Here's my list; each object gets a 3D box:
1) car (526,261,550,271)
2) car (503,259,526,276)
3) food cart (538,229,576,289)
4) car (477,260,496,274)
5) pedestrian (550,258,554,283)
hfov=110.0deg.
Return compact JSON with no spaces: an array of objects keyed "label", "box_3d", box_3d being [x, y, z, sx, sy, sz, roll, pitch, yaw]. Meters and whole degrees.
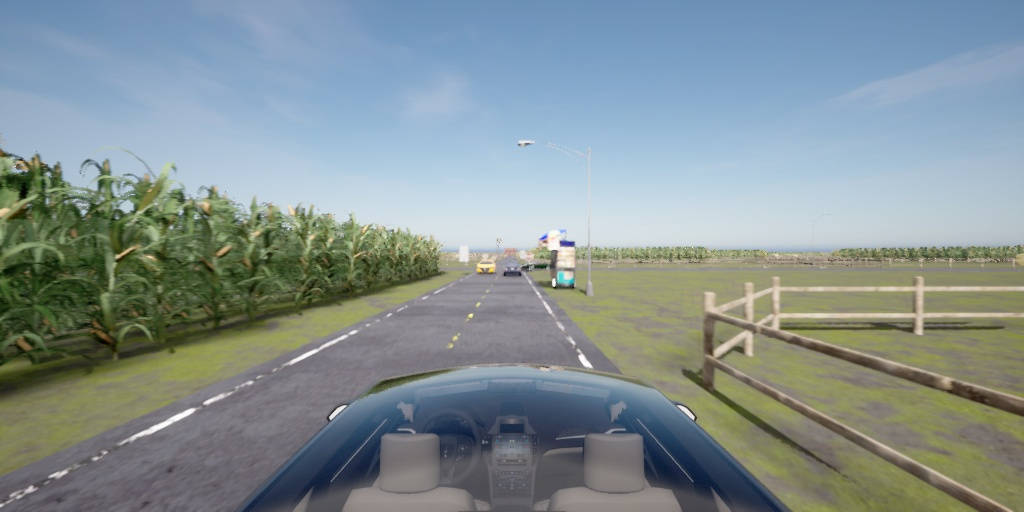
[{"label":"car","box_3d":[3.369,1.312,49.130,4.718,1.301,1.895,0,0,-35]},{"label":"car","box_3d":[0.052,1.258,36.126,2.033,1.411,5.357,0,0,1]},{"label":"food cart","box_3d":[3.125,0.194,22.902,2.280,3.560,4.660,0,0,0]},{"label":"car","box_3d":[-2.765,1.184,39.513,1.882,1.535,5.008,0,0,0]},{"label":"pedestrian","box_3d":[2.825,1.018,25.707,0.375,1.860,0.375,-1,1,-3]}]
